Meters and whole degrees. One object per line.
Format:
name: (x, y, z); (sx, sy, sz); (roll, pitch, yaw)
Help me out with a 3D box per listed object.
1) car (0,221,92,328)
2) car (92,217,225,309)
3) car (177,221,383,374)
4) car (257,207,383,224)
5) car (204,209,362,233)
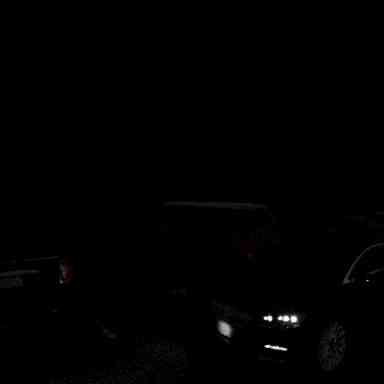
car: (-3.890, 1.356, 6.632); (2.185, 1.767, 4.553); (0, 0, -35)
car: (-1.634, 1.521, 8.244); (2.163, 1.488, 4.792); (0, 0, -35)
car: (2.424, 1.511, 5.720); (4.902, 1.511, 2.128); (0, 0, -35)
car: (5.113, 1.558, 13.128); (2.163, 1.488, 4.792); (0, 0, -35)
car: (2.853, 1.546, 11.516); (2.163, 1.488, 4.792); (0, 0, -35)
